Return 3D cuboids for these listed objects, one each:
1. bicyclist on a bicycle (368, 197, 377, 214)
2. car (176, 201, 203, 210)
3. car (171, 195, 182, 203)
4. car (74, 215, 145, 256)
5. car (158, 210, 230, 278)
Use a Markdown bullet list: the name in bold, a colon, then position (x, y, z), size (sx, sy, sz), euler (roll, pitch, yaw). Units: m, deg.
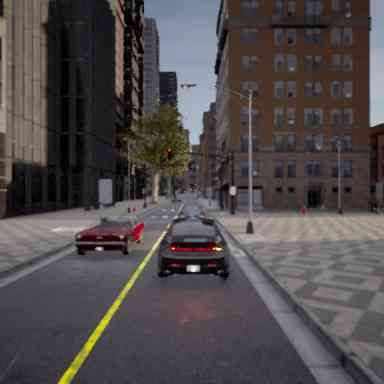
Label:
- **bicyclist on a bicycle**: position (17.440, 1.344, 32.178), size (0.582, 1.620, 1.656), euler (0, 0, 0)
- **car**: position (0.004, 1.586, 22.418), size (2.033, 1.411, 5.357), euler (0, 0, 0)
- **car**: position (-3.172, 1.478, 69.990), size (2.097, 1.767, 4.553), euler (0, 0, 0)
- **car**: position (-3.127, 1.624, 13.464), size (1.895, 1.301, 4.718), euler (0, 0, 0)
- **car**: position (0.048, 1.523, 10.125), size (1.837, 1.490, 4.892), euler (0, 0, 0)
